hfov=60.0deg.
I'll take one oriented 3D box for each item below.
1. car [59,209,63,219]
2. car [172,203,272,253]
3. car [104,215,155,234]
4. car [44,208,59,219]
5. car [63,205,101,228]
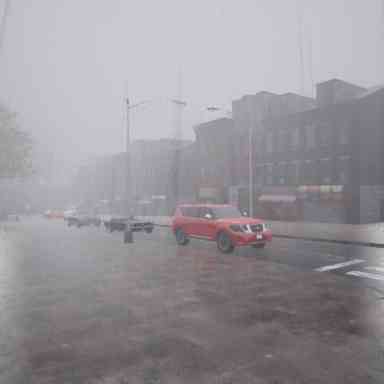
[{"bbox_3d":[-15.492,2.821,44.241,2.150,2.045,5.566,0,-2,-35],"label":"car"},{"bbox_3d":[1.160,1.566,15.837,2.150,2.045,5.566,0,-2,-35],"label":"car"},{"bbox_3d":[-4.556,2.291,23.841,1.895,1.301,4.718,0,-2,-36],"label":"car"},{"bbox_3d":[-22.686,3.481,54.325,2.097,1.767,4.553,0,-2,-36],"label":"car"},{"bbox_3d":[-10.490,2.441,32.167,2.097,1.767,4.553,0,-2,-35],"label":"car"}]
